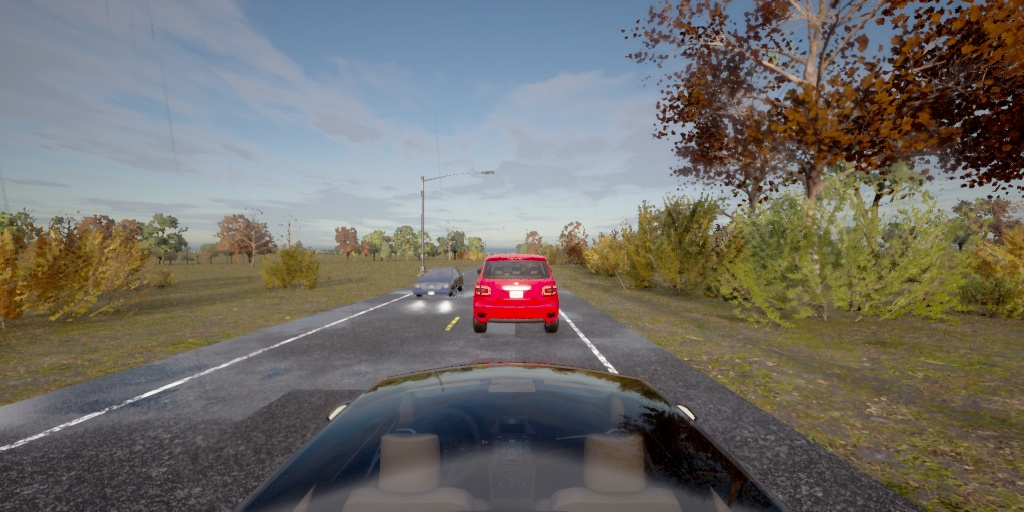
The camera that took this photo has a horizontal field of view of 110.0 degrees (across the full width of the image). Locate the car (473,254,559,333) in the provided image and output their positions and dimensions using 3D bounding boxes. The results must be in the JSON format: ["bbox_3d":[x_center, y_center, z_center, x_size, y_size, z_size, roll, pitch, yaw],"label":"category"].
[{"bbox_3d":[0.089,0.968,10.864,2.150,2.045,5.566,0,0,0],"label":"car"}]

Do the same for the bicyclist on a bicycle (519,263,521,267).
[{"bbox_3d":[0.896,1.111,28.583,0.659,1.776,1.843,0,0,0],"label":"bicyclist on a bicycle"}]

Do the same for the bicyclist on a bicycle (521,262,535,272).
[{"bbox_3d":[0.938,1.114,18.570,0.659,1.776,1.843,0,0,0],"label":"bicyclist on a bicycle"}]

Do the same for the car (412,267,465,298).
[{"bbox_3d":[-3.634,1.291,18.798,2.033,1.411,5.357,0,0,0],"label":"car"}]
